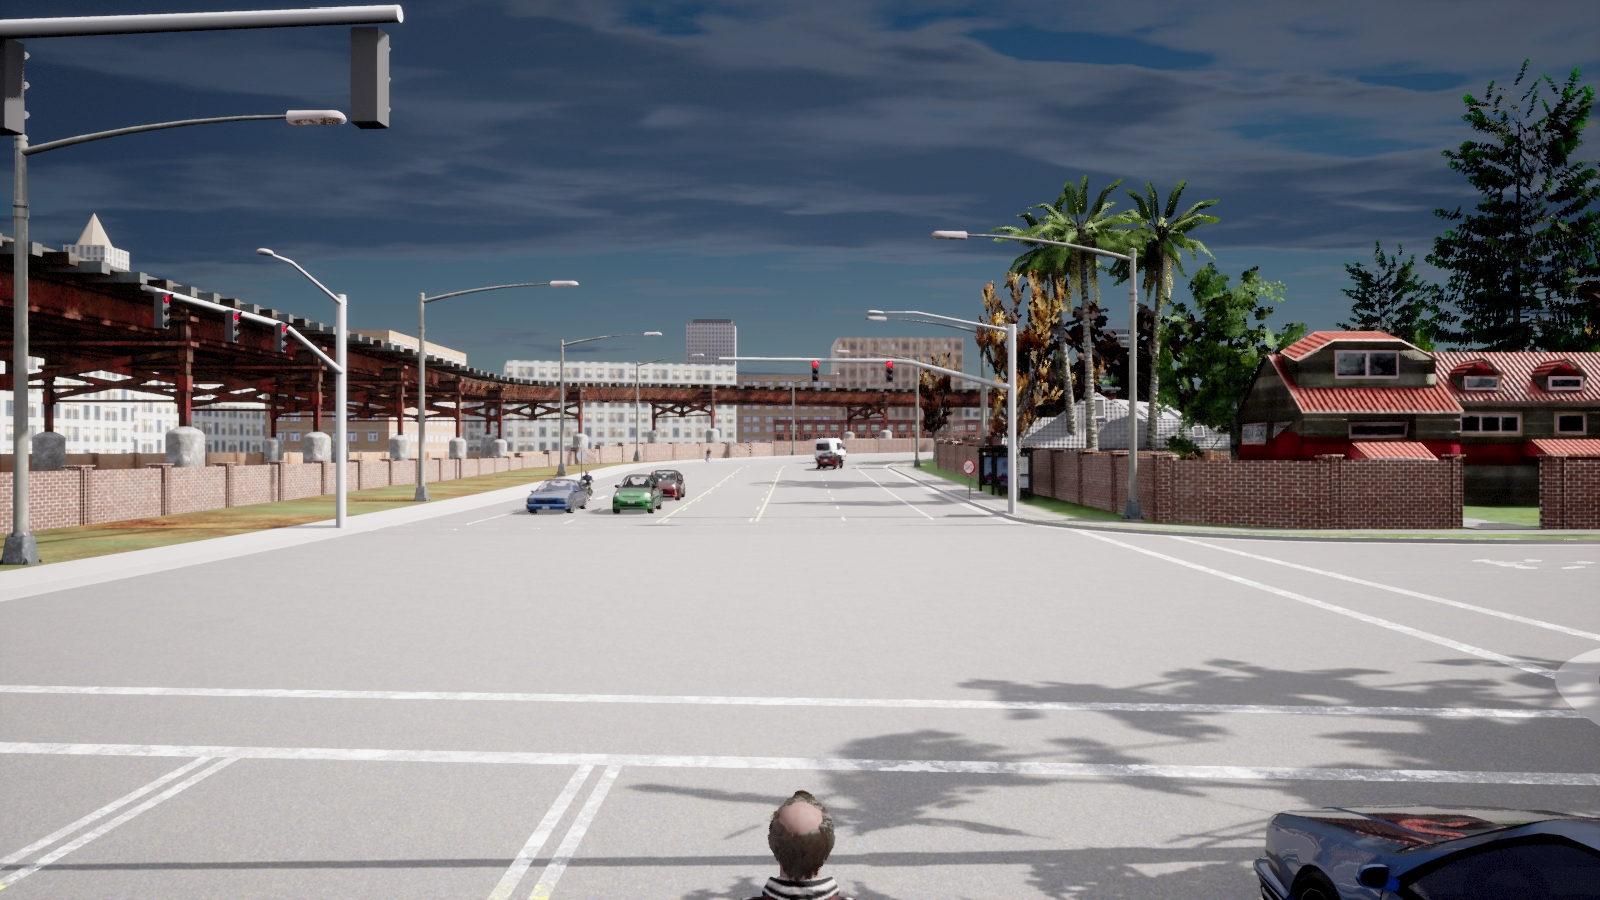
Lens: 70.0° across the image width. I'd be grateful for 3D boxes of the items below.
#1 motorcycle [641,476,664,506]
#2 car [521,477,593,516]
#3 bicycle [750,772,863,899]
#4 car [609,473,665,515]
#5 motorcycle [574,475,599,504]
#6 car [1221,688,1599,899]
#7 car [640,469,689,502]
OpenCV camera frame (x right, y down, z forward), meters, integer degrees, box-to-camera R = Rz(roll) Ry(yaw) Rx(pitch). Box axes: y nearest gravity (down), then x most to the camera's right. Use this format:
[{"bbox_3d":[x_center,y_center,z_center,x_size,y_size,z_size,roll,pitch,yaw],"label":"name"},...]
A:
[{"bbox_3d":[-7.053,1.948,54.746,0.856,1.341,1.805,0,1,0],"label":"motorcycle"},{"bbox_3d":[-10.533,1.984,49.976,2.033,1.411,5.357,0,1,0],"label":"car"},{"bbox_3d":[0.019,2.048,3.681,0.329,1.496,1.835,0,0,0],"label":"bicycle"},{"bbox_3d":[-7.031,1.878,49.580,1.851,1.617,3.988,0,1,0],"label":"car"},{"bbox_3d":[-10.476,1.934,56.002,0.856,1.341,1.805,0,1,1],"label":"motorcycle"},{"bbox_3d":[3.467,2.106,4.038,2.033,1.411,5.357,0,0,1],"label":"car"},{"bbox_3d":[-7.040,1.800,59.633,2.007,1.525,4.514,0,1,0],"label":"car"}]
